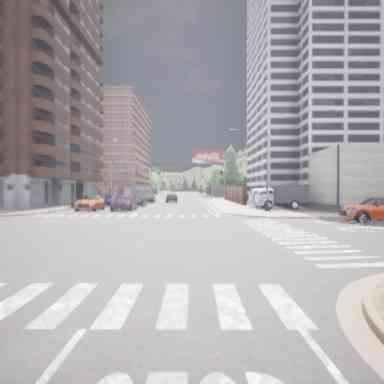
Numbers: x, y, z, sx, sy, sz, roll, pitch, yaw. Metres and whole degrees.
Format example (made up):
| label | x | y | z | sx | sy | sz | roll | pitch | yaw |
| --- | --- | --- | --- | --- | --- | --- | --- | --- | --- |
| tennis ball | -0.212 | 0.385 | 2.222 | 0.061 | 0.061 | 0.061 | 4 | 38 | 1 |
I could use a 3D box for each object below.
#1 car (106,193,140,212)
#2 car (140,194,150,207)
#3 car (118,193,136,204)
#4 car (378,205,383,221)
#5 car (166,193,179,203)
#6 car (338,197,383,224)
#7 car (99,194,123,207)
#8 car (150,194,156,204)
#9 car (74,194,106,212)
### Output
| label | x | y | z | sx | sy | sz | roll | pitch | yaw |
| --- | --- | --- | --- | --- | --- | --- | --- | --- | --- |
| car | -7.031 | 1.057 | 34.498 | 2.097 | 1.767 | 4.553 | 0 | 0 | 0 |
| car | -7.046 | 1.132 | 43.632 | 1.837 | 1.490 | 4.892 | 0 | 0 | 0 |
| car | -10.506 | 1.015 | 54.198 | 1.882 | 1.535 | 5.008 | 0 | 0 | 1 |
| car | 9.505 | 1.336 | 11.365 | 4.902 | 1.511 | 2.128 | 0 | 0 | 0 |
| car | -3.348 | 1.021 | 56.163 | 1.837 | 1.490 | 4.892 | 0 | -1 | 0 |
| car | 12.115 | 1.108 | 21.888 | 4.553 | 1.767 | 2.097 | 0 | 0 | 0 |
| car | -10.545 | 1.104 | 43.734 | 1.882 | 1.535 | 5.008 | 0 | 0 | 0 |
| car | -7.012 | 1.019 | 53.678 | 1.882 | 1.535 | 5.008 | 0 | 0 | 0 |
| car | -10.555 | 1.057 | 34.509 | 2.097 | 1.767 | 4.553 | 0 | 0 | 0 |
